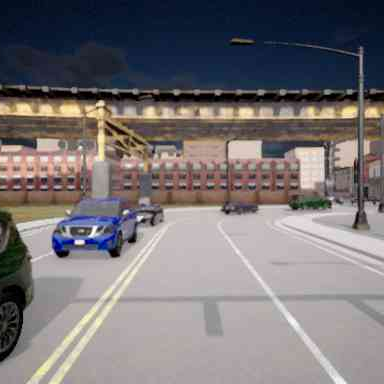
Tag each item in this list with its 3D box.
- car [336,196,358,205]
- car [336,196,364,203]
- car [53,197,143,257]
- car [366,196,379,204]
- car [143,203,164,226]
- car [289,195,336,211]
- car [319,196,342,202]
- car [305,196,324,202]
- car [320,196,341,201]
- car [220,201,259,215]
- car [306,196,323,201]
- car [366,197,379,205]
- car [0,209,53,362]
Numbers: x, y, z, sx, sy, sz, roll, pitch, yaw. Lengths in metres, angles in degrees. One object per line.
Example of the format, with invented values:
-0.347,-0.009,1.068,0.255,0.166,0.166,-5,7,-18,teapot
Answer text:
29.370,1.608,61.958,2.038,1.542,4.974,0,0,-29,car
29.345,1.450,62.004,1.853,1.218,4.536,0,0,-29,car
-3.577,1.255,13.391,2.150,2.045,5.566,0,0,0,car
32.434,1.445,59.835,1.853,1.218,4.536,0,0,31,car
-3.220,1.551,23.844,2.128,1.511,4.902,0,0,6,car
14.863,1.329,41.929,5.566,2.045,2.150,0,0,-21,car
33.851,1.657,81.556,2.038,1.542,4.974,0,0,-34,car
29.842,1.655,80.816,4.974,1.542,2.038,0,0,-39,car
33.880,1.499,81.513,1.853,1.218,4.536,0,0,-34,car
5.111,1.636,35.172,2.033,1.411,5.357,0,0,39,car
29.802,1.497,80.784,4.536,1.218,1.853,0,0,-39,car
32.407,1.603,59.790,2.038,1.542,4.974,0,0,31,car
-3.577,1.229,2.988,2.150,2.045,5.566,0,0,1,car
